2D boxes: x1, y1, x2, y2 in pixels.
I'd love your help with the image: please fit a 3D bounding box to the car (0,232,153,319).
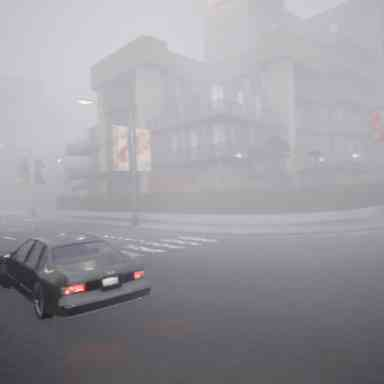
[{"bbox_3d":[-3.006,1.664,7.713,2.033,1.411,5.357,-3,0,-40],"label":"car"}]
